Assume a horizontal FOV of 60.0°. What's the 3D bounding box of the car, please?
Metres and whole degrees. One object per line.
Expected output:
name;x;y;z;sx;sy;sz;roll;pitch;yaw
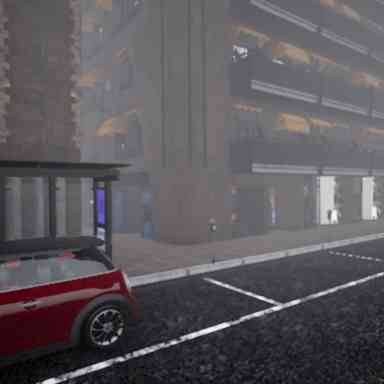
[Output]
car;-2.906;1.438;4.488;4.097;1.590;1.967;-1;1;-35
